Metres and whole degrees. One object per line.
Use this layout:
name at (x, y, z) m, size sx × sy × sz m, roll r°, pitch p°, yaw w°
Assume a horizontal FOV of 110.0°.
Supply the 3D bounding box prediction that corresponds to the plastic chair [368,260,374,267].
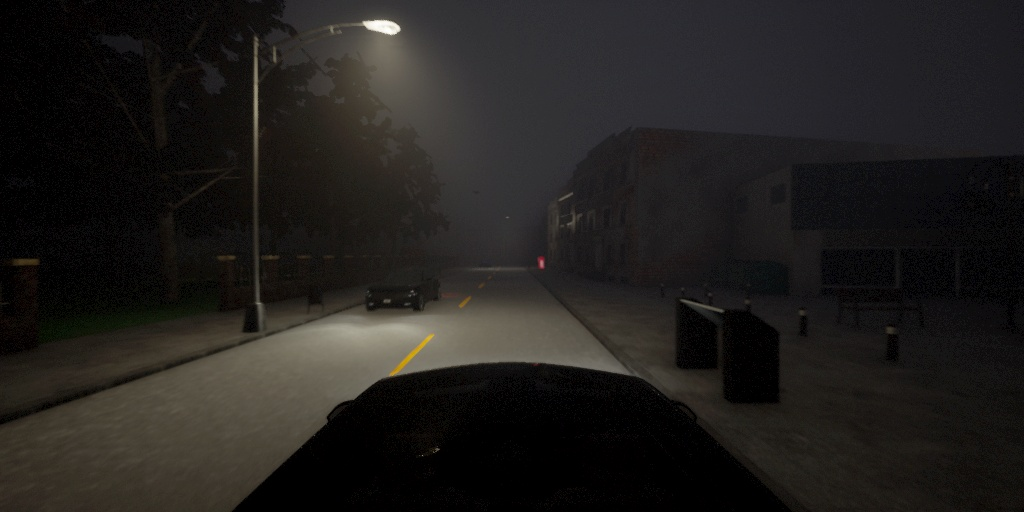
plastic chair at (-21.464, 1.145, 54.294) m, size 0.730 × 1.272 × 0.750 m, roll 0°, pitch 0°, yaw -38°

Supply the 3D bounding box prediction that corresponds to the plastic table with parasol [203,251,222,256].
plastic table with parasol at (-39.322, 0.589, 47.214) m, size 2.482 × 2.480 × 2.482 m, roll 0°, pitch 0°, yaw -40°

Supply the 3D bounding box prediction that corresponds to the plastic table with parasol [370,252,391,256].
plastic table with parasol at (-20.570, 0.560, 54.996) m, size 2.482 × 2.480 × 2.482 m, roll 0°, pitch 0°, yaw -38°

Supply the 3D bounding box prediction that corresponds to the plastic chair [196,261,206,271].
plastic chair at (-40.296, 1.223, 46.314) m, size 0.730 × 1.272 × 0.750 m, roll 0°, pitch 0°, yaw -35°

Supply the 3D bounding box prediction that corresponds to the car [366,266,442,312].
car at (-4.102, 1.201, 14.271) m, size 1.882 × 1.535 × 5.008 m, roll 0°, pitch 0°, yaw 0°

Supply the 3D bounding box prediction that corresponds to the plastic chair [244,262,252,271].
plastic chair at (-32.982, 1.201, 45.212) m, size 0.730 × 1.272 × 0.750 m, roll 0°, pitch 0°, yaw -40°

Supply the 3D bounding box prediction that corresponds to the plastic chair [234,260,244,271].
plastic chair at (-33.270, 1.209, 43.476) m, size 0.750 × 1.272 × 0.730 m, roll 0°, pitch 0°, yaw -40°

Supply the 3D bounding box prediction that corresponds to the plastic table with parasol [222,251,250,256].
plastic table with parasol at (-34.003, 0.605, 44.475) m, size 2.482 × 2.480 × 2.482 m, roll 0°, pitch 0°, yaw -40°

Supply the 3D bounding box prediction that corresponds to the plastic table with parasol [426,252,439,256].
plastic table with parasol at (-13.110, 0.615, 57.371) m, size 2.482 × 2.480 × 2.482 m, roll 0°, pitch 0°, yaw -40°

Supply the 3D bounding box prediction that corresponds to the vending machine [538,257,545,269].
vending machine at (4.252, 1.055, 51.673) m, size 1.100 × 2.100 × 0.880 m, roll 0°, pitch 0°, yaw 0°

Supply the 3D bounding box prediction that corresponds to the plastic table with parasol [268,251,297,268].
plastic table with parasol at (-31.357, 0.521, 48.894) m, size 2.482 × 2.480 × 2.482 m, roll 0°, pitch 0°, yaw -39°

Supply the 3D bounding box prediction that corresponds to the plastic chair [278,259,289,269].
plastic chair at (-30.649, 1.063, 47.923) m, size 0.750 × 1.272 × 0.730 m, roll 0°, pitch 0°, yaw -39°

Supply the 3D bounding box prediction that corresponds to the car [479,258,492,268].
car at (-4.106, 1.109, 56.050) m, size 1.882 × 1.535 × 5.008 m, roll 0°, pitch 0°, yaw 0°

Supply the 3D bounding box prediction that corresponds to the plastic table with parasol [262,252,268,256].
plastic table with parasol at (-34.624, 0.565, 52.689) m, size 2.482 × 2.480 × 2.482 m, roll 0°, pitch 0°, yaw -42°

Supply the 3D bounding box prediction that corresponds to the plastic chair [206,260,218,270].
plastic chair at (-38.590, 1.217, 46.217) m, size 0.750 × 1.272 × 0.730 m, roll 0°, pitch 0°, yaw -40°

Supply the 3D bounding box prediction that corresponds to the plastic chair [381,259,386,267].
plastic chair at (-19.749, 1.154, 54.151) m, size 0.750 × 1.272 × 0.730 m, roll 0°, pitch 0°, yaw -44°
